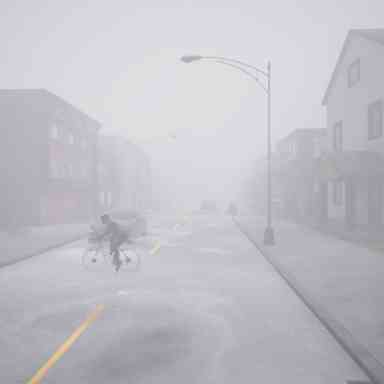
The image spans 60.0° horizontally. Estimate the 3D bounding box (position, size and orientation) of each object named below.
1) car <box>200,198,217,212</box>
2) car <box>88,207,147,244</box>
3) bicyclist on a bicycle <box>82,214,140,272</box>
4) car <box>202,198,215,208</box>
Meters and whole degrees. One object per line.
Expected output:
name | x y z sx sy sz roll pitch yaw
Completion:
car | 1.952 1.491 38.889 2.128 1.511 4.902 0 0 3
car | -3.376 1.503 15.814 1.837 1.490 4.892 0 1 3
bicyclist on a bicycle | -2.266 1.452 9.288 1.656 1.620 0.582 -1 0 3
car | 2.447 1.601 48.952 1.895 1.301 4.718 0 0 3
